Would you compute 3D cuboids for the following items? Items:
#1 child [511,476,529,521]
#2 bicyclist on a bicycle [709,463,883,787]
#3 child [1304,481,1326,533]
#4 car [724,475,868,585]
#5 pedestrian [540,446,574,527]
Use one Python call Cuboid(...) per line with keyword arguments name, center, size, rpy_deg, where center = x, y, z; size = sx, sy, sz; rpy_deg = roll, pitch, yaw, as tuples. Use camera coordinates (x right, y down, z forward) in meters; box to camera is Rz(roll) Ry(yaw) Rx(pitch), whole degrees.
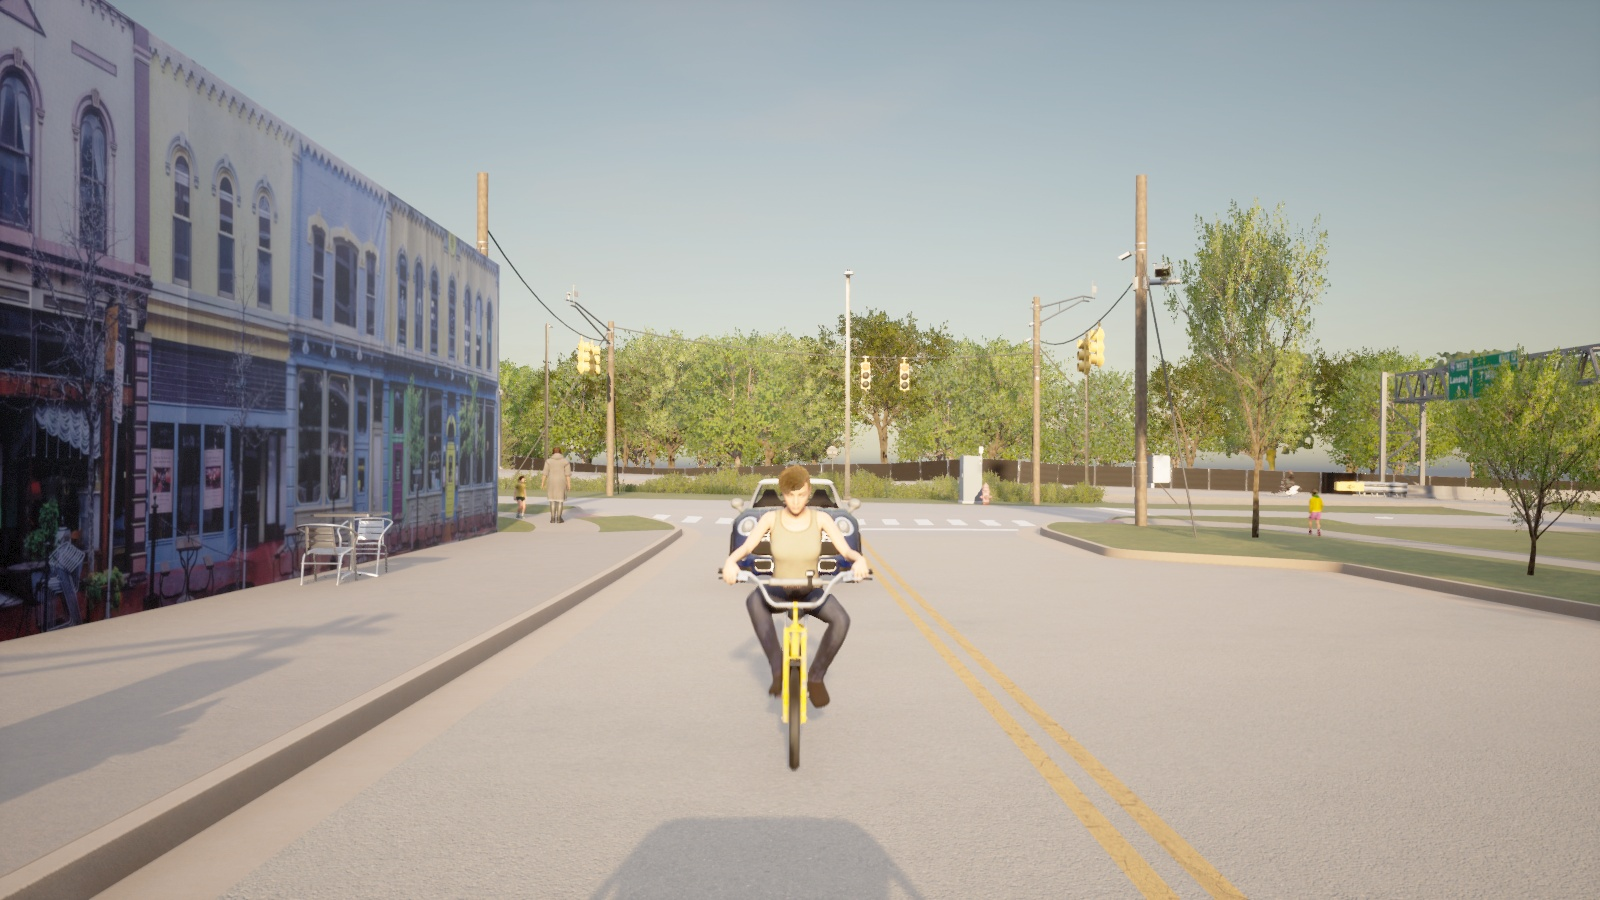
Cuboid(name="child", center=(-7.016, 1.204, 31.437), size=(0.394, 1.110, 0.255), rpy_deg=(-1, -1, 40))
Cuboid(name="bicyclist on a bicycle", center=(-0.018, 0.888, 7.042), size=(0.866, 1.612, 1.509), rpy_deg=(0, -1, 0))
Cuboid(name="child", center=(11.837, 1.308, 28.851), size=(0.299, 1.160, 0.473), rpy_deg=(0, -1, -1))
Cuboid(name="car", center=(-0.055, 1.136, 19.129), size=(1.970, 1.475, 3.806), rpy_deg=(0, -1, 0))
Cuboid(name="pedestrian", center=(-5.925, 0.876, 30.619), size=(0.659, 1.952, 0.873), rpy_deg=(0, -1, -1))
